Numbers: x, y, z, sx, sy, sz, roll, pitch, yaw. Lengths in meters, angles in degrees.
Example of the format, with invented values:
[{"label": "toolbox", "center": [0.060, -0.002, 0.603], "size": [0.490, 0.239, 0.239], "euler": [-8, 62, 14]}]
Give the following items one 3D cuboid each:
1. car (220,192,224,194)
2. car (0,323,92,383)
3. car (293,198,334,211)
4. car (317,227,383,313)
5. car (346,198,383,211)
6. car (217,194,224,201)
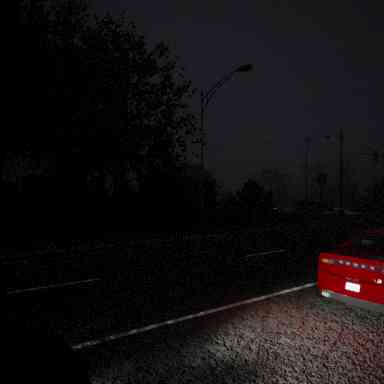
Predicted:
[{"label": "car", "center": [4.109, 1.087, 63.273], "size": [2.150, 2.045, 5.566], "euler": [0, 1, -33]}, {"label": "car", "center": [-2.980, 1.492, 1.628], "size": [4.902, 1.511, 2.128], "euler": [0, 0, -35]}, {"label": "car", "center": [14.463, 1.478, 39.831], "size": [1.882, 1.535, 5.008], "euler": [0, 0, -33]}, {"label": "car", "center": [4.771, 1.478, 7.128], "size": [5.008, 1.535, 1.882], "euler": [0, 0, -35]}, {"label": "car", "center": [21.757, 1.491, 41.525], "size": [2.128, 1.511, 4.902], "euler": [0, 0, -32]}, {"label": "car", "center": [3.913, 1.454, 56.641], "size": [1.812, 1.442, 4.674], "euler": [0, 1, -32]}]
